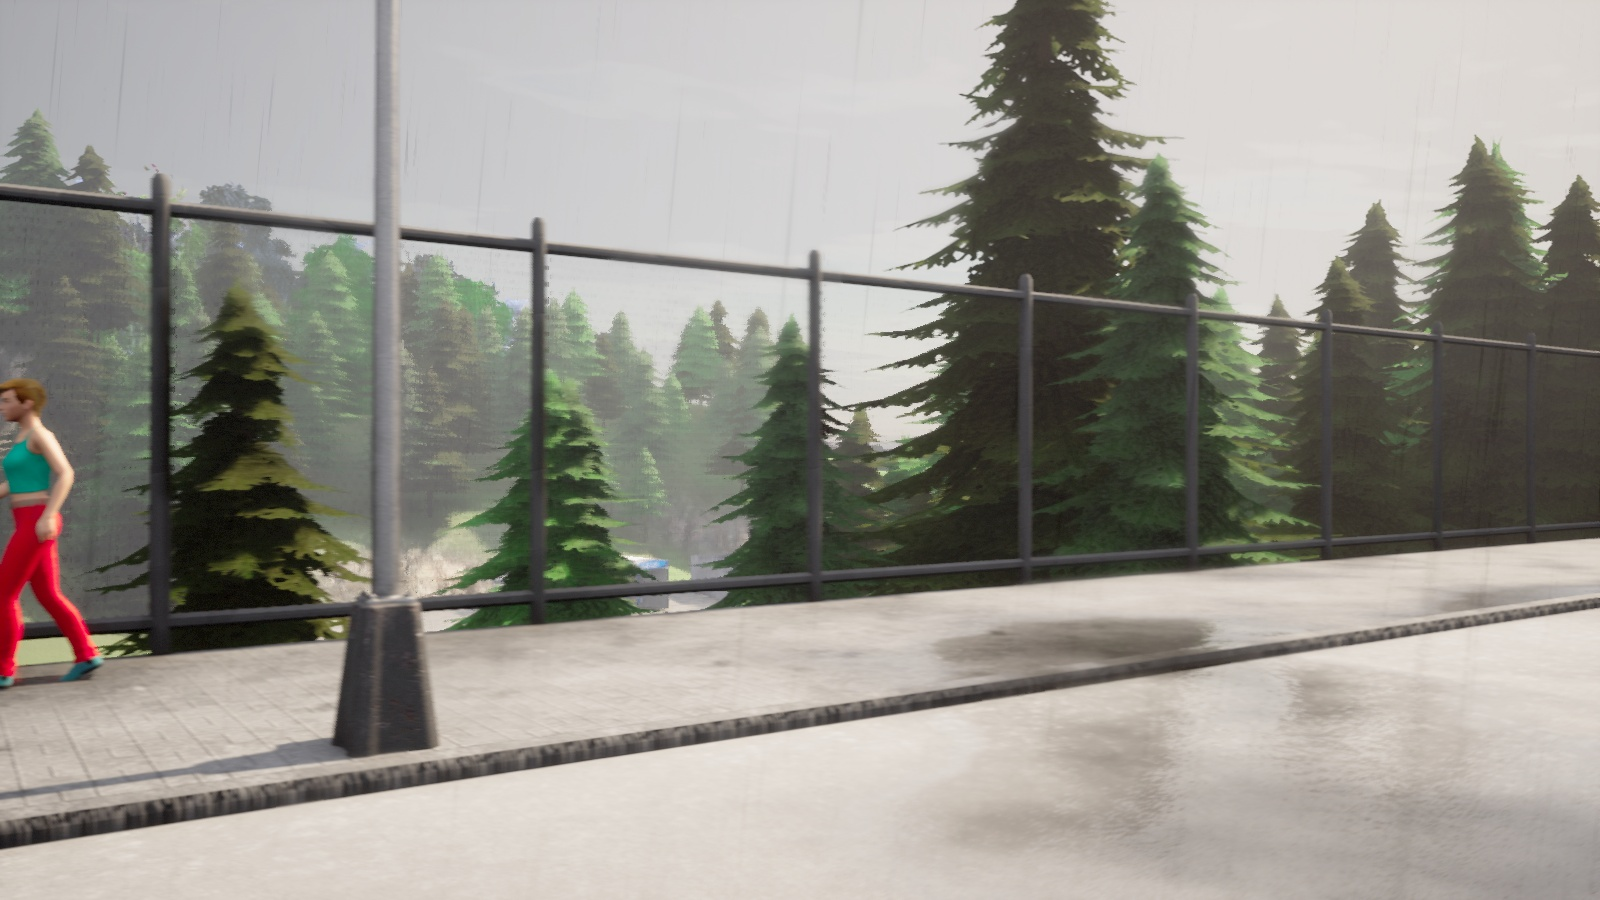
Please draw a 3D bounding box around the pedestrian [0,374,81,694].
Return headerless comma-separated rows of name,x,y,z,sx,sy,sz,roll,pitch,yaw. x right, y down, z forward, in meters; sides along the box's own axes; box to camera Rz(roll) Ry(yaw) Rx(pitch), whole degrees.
pedestrian,-4.598,0.483,7.409,0.594,1.836,0.345,0,0,-35
